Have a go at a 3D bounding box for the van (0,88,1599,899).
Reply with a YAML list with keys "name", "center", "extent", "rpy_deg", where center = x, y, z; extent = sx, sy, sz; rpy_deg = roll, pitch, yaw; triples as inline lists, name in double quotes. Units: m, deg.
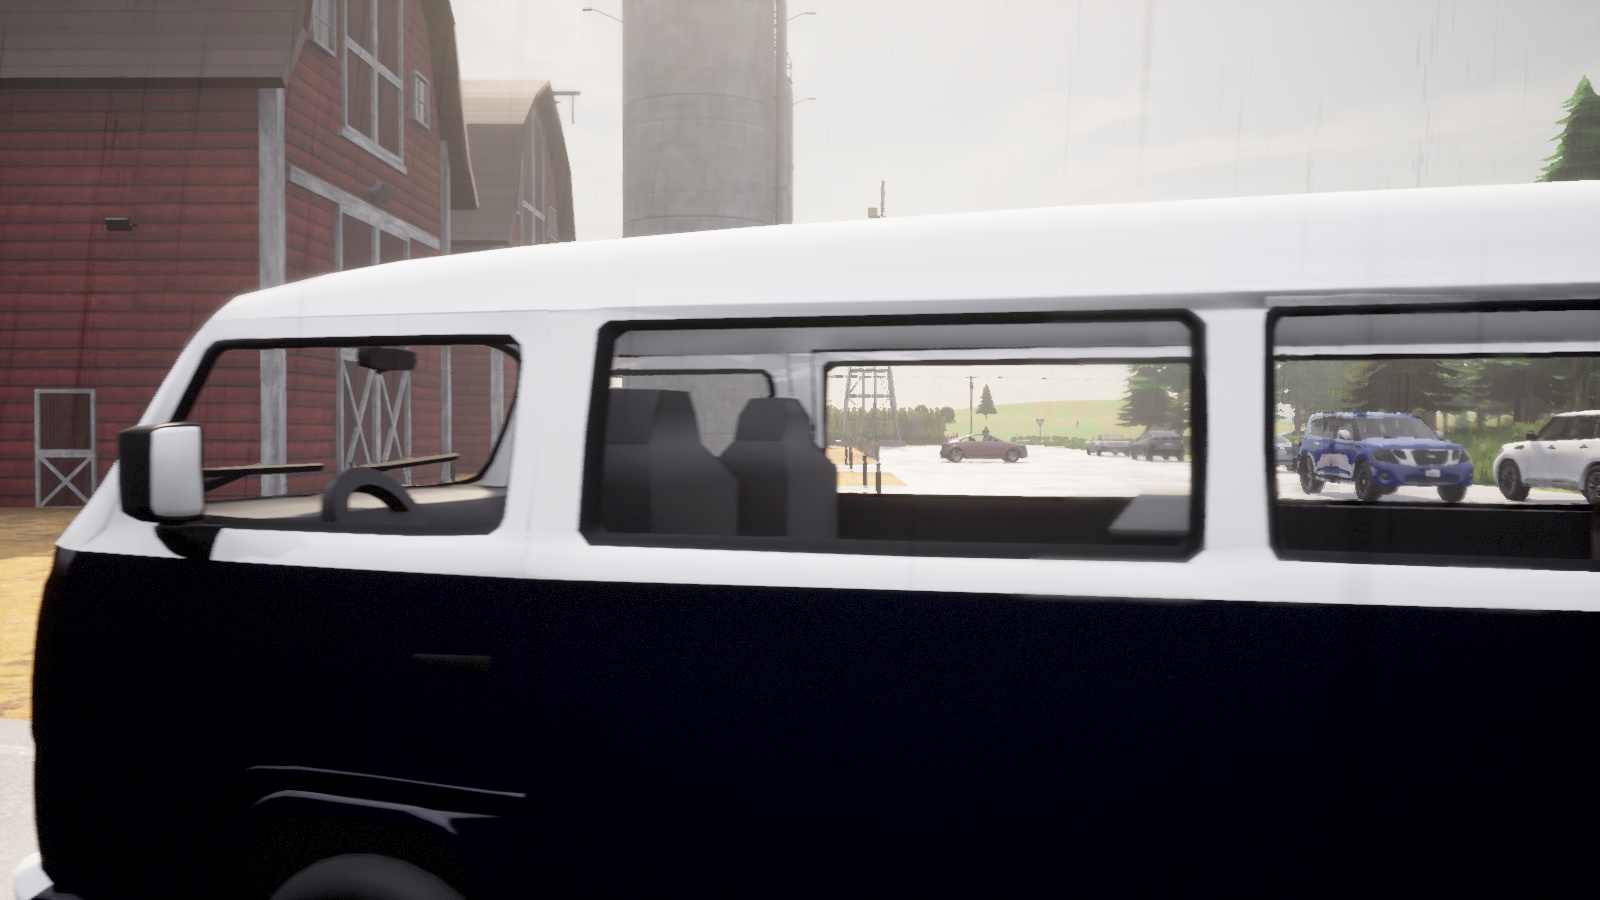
- name: "van"
  center: [0.432, 0.505, 2.976]
  extent: [4.480, 2.038, 2.069]
  rpy_deg: [1, 1, 18]
